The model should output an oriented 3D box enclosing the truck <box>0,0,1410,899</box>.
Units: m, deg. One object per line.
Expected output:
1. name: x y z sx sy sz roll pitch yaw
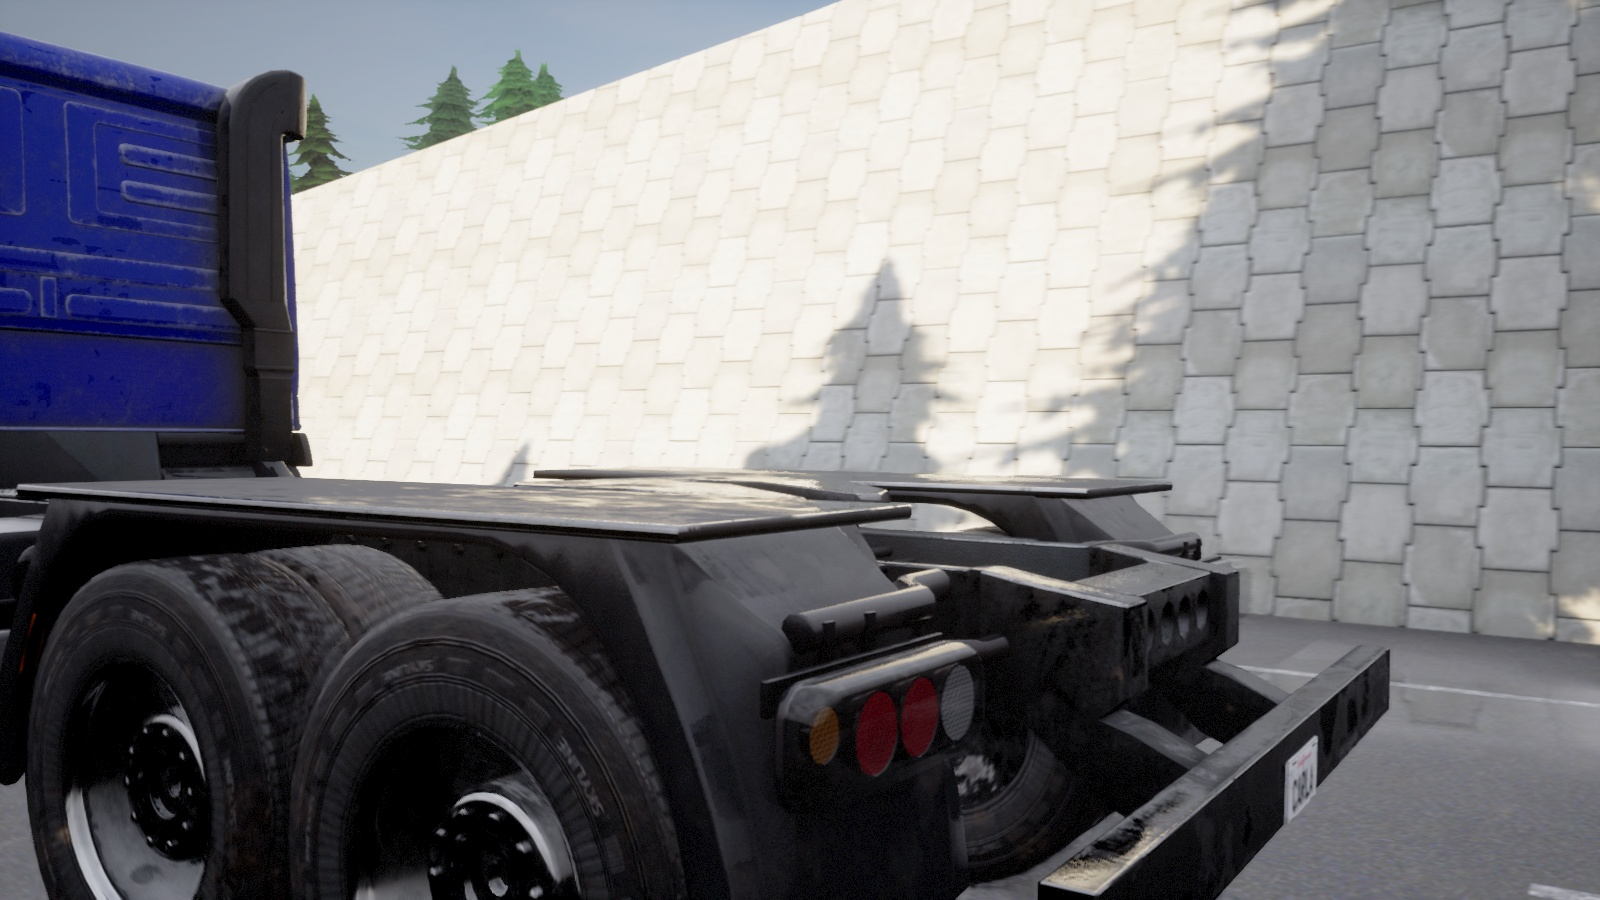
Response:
1. truck: -2.147 -0.300 5.030 7.936 3.462 2.891 0 1 34
